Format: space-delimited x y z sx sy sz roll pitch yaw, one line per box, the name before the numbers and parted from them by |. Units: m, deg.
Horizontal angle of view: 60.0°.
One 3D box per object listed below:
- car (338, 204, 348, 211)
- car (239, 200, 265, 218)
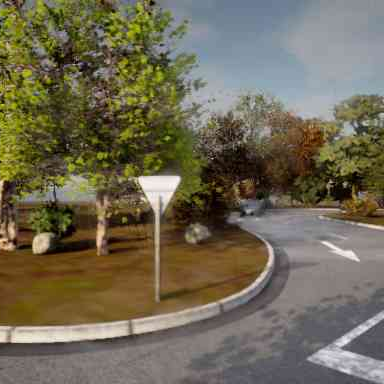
car | 20.544 1.742 41.457 4.181 1.385 1.994 1 0 -4
car | 5.597 1.513 30.893 2.128 1.511 4.902 0 0 19
